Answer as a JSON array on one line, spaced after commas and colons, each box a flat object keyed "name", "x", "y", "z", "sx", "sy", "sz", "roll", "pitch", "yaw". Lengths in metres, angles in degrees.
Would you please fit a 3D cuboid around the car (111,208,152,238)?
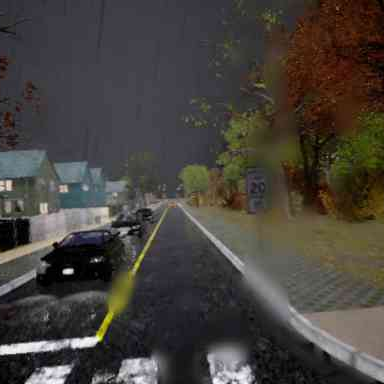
[{"name": "car", "x": -4.005, "y": 2.100, "z": 21.378, "sx": 2.128, "sy": 1.511, "sz": 4.902, "roll": -4, "pitch": -1, "yaw": -3}]

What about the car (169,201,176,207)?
[{"name": "car", "x": -5.264, "y": 3.358, "z": 90.919, "sx": 1.882, "sy": 1.535, "sz": 5.008, "roll": -4, "pitch": -1, "yaw": -3}]

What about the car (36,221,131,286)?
[{"name": "car", "x": -3.374, "y": 1.950, "z": 10.755, "sx": 1.994, "sy": 1.385, "sz": 4.181, "roll": -4, "pitch": -1, "yaw": -3}]

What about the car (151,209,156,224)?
[{"name": "car", "x": -4.672, "y": 2.353, "z": 32.898, "sx": 1.837, "sy": 1.490, "sz": 4.892, "roll": -4, "pitch": 0, "yaw": -3}]
